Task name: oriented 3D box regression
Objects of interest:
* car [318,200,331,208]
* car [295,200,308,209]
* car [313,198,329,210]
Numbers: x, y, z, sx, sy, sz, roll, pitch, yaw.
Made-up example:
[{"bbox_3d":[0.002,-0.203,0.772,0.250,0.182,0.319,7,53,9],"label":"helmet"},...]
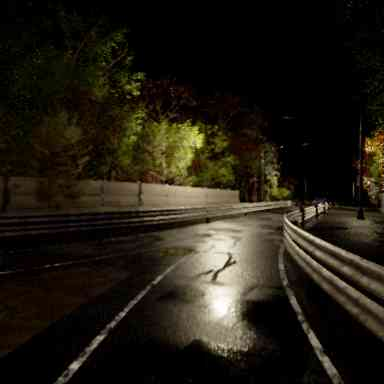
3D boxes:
[{"bbox_3d":[27.189,2.425,68.021,2.033,1.411,5.357,1,-1,26],"label":"car"},{"bbox_3d":[19.853,2.251,60.224,1.837,1.490,4.892,1,0,26],"label":"car"},{"bbox_3d":[22.589,2.009,58.370,2.150,2.045,5.566,1,-1,26],"label":"car"}]
